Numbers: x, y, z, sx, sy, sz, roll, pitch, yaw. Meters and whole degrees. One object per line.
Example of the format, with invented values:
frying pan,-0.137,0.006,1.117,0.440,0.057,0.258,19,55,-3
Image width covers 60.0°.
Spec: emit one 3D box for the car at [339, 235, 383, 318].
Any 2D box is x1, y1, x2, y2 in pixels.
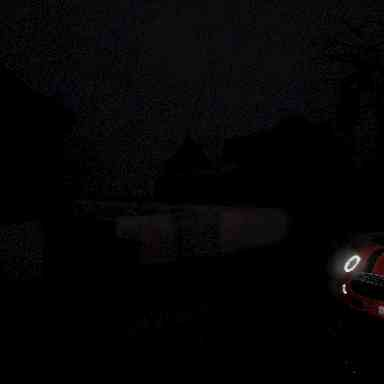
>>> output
car,4.945,1.316,6.597,4.553,1.767,2.097,0,0,-35
